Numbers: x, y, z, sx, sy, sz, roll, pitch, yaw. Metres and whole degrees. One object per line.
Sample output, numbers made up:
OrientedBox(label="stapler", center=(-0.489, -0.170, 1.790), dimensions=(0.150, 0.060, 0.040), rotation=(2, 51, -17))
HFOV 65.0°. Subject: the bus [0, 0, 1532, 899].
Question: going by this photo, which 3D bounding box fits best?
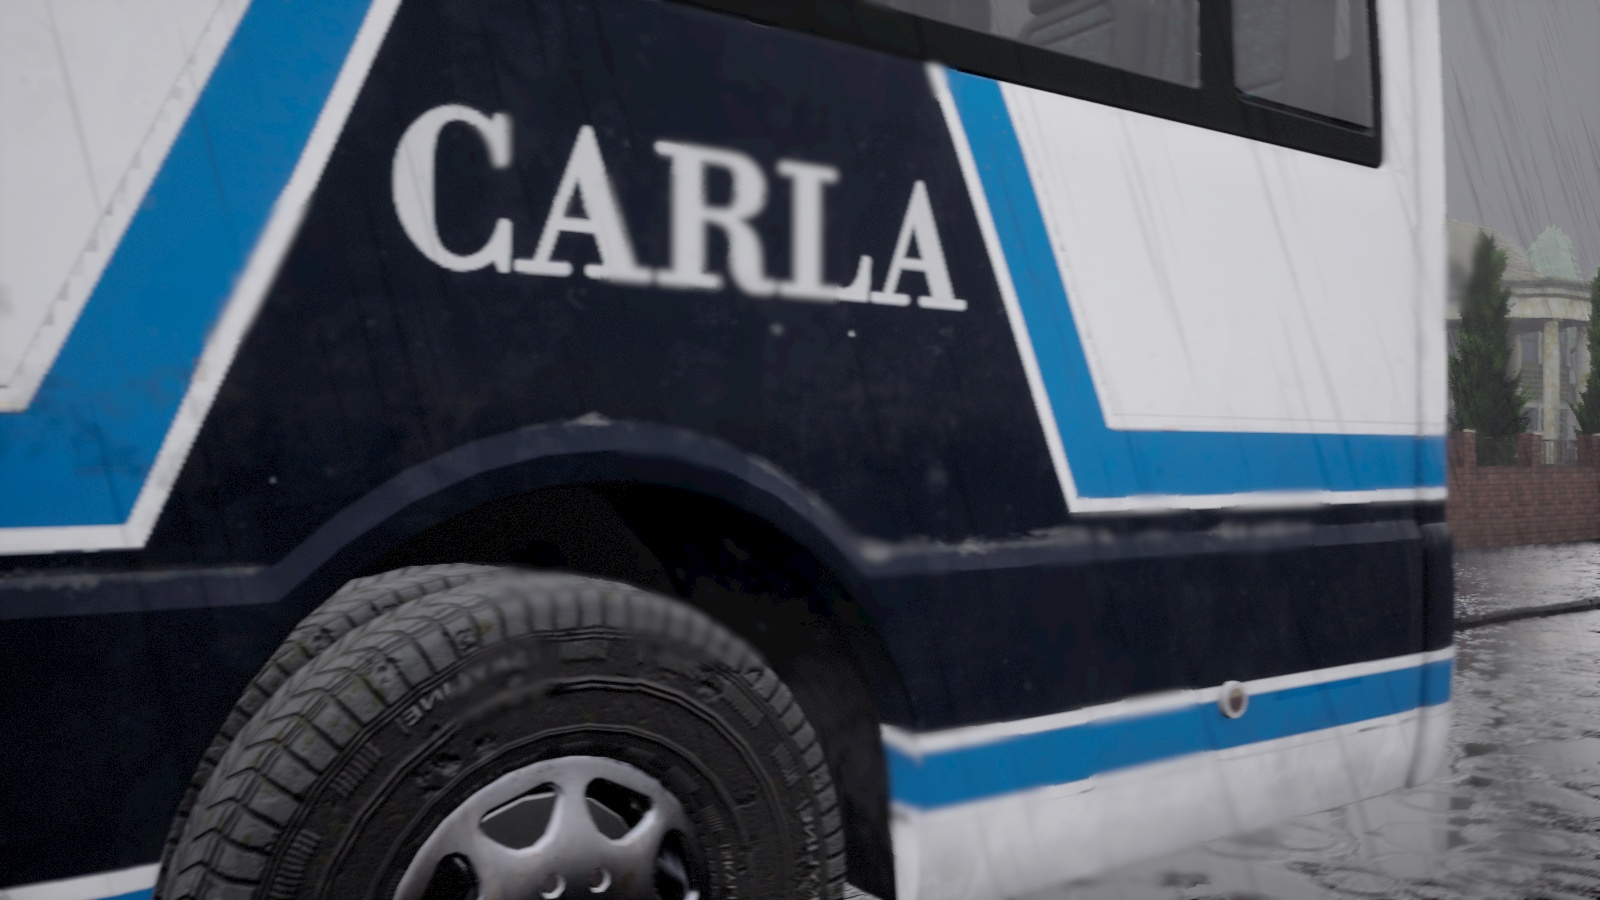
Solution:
OrientedBox(label="bus", center=(-3.520, -0.620, 1.822), dimensions=(10.273, 4.253, 3.944), rotation=(0, 0, -35))
